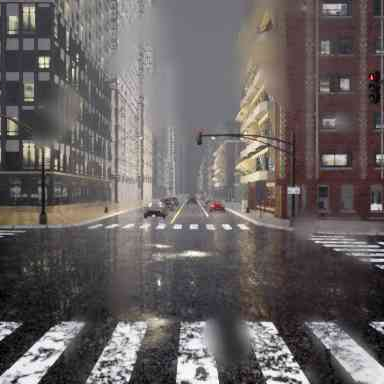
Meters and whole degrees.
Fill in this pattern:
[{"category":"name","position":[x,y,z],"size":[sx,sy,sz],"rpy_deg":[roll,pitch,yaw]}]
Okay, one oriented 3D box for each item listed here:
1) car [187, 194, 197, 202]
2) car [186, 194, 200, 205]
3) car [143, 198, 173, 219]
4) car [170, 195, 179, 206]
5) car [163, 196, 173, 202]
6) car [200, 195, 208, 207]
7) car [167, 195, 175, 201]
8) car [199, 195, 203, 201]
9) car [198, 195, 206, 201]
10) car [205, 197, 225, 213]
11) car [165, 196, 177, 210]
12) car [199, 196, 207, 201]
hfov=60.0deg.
[{"category":"car","position":[-0.017,1.218,69.736],"size":[2.097,1.767,4.553],"rpy_deg":[0,0,0]},{"category":"car","position":[-0.015,1.549,59.763],"size":[1.812,1.442,4.674],"rpy_deg":[0,0,0]},{"category":"car","position":[-3.109,1.553,29.670],"size":[2.033,1.411,5.357],"rpy_deg":[0,0,0]},{"category":"car","position":[-3.096,1.544,53.134],"size":[1.812,1.442,4.674],"rpy_deg":[0,0,1]},{"category":"car","position":[-5.710,1.589,78.322],"size":[2.008,1.369,4.403],"rpy_deg":[0,0,0]},{"category":"car","position":[2.678,1.567,50.082],"size":[2.008,1.369,4.403],"rpy_deg":[0,0,0]},{"category":"car","position":[-5.713,1.595,89.620],"size":[1.887,1.381,4.507],"rpy_deg":[0,0,0]},{"category":"car","position":[2.677,1.571,55.730],"size":[2.008,1.369,4.403],"rpy_deg":[0,0,0]},{"category":"car","position":[2.667,1.491,89.622],"size":[1.967,1.590,4.097],"rpy_deg":[0,0,0]},{"category":"car","position":[2.732,1.591,37.165],"size":[1.802,1.307,4.206],"rpy_deg":[0,0,0]},{"category":"car","position":[-3.109,1.516,40.002],"size":[1.837,1.490,4.892],"rpy_deg":[0,0,0]},{"category":"car","position":[2.669,1.626,83.974],"size":[1.802,1.307,4.206],"rpy_deg":[0,0,0]}]
